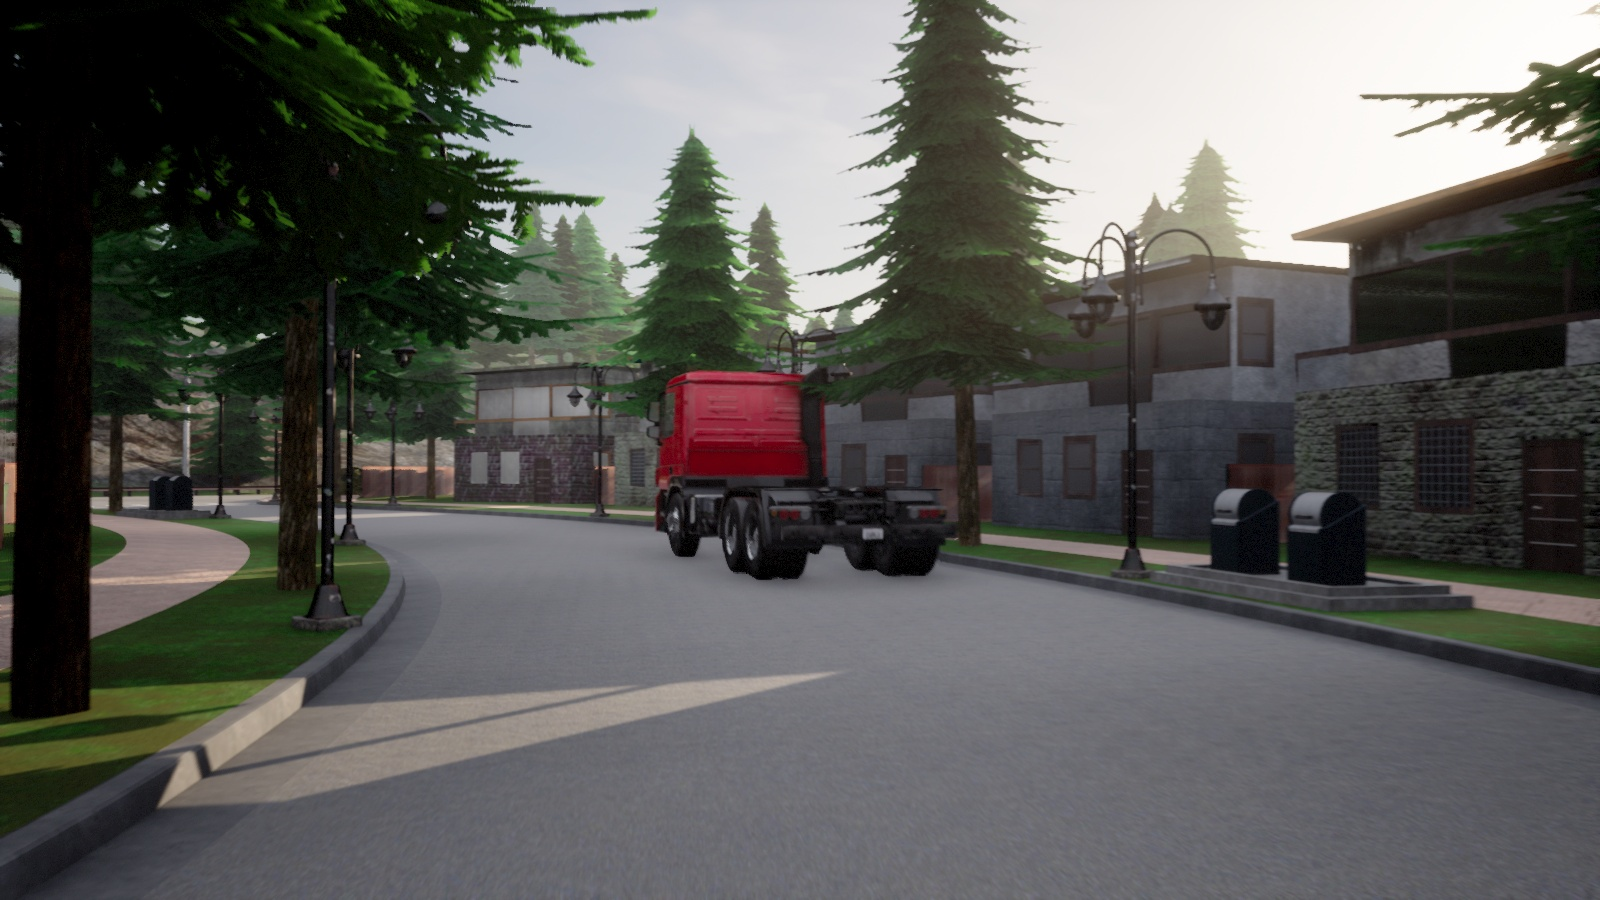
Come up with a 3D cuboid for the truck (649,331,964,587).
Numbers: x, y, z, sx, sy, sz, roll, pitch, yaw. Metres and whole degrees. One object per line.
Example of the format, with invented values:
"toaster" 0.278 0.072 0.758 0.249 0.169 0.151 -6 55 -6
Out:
"truck" -0.310 0.190 21.219 2.891 3.462 7.936 0 -1 -19
